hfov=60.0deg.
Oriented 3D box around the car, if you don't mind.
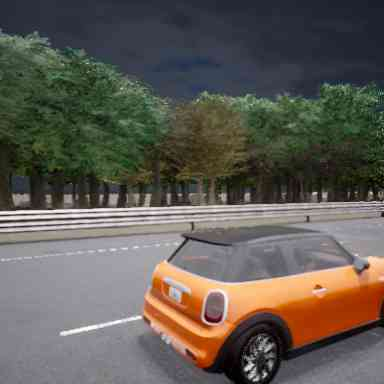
[{"bbox_3d":[1.585,1.345,5.442,4.553,1.767,2.097,0,0,-32],"label":"car"}]
